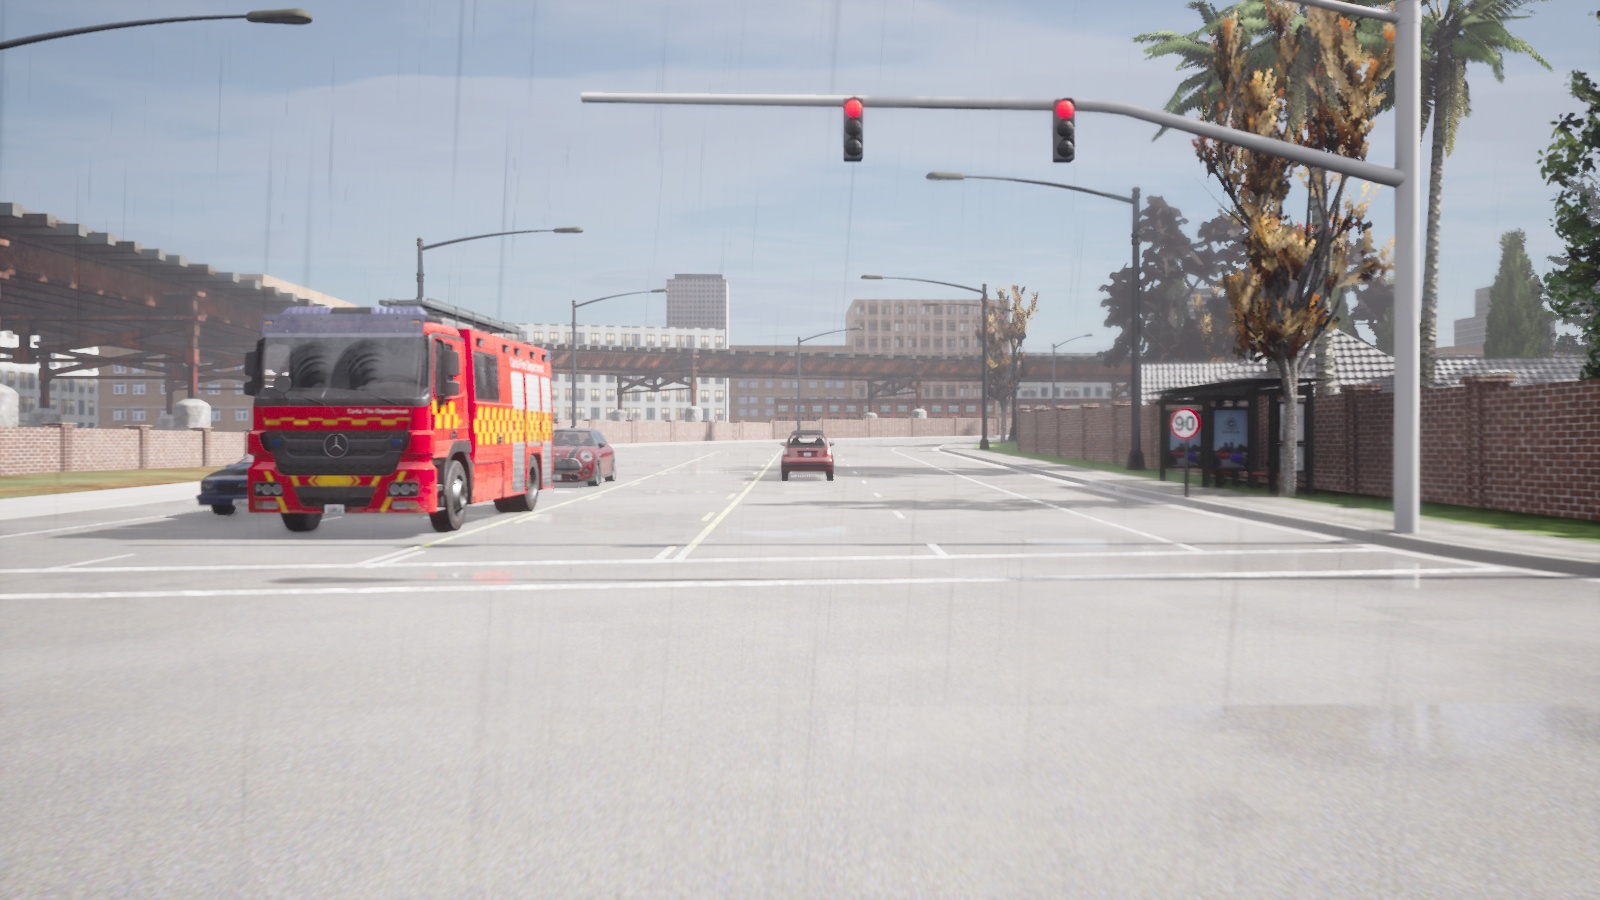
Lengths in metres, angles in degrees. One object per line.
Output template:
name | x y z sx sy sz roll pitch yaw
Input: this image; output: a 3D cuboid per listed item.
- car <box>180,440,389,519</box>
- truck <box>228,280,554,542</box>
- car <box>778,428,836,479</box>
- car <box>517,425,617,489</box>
car | -10.344 0.517 25.743 2.033 1.411 5.357 0 1 0
truck | -6.826 -0.643 22.642 2.891 3.827 8.468 0 1 2
car | 0.247 0.079 42.202 1.851 1.617 3.988 0 1 0
car | -6.781 0.137 37.038 2.097 1.767 4.553 0 1 0
